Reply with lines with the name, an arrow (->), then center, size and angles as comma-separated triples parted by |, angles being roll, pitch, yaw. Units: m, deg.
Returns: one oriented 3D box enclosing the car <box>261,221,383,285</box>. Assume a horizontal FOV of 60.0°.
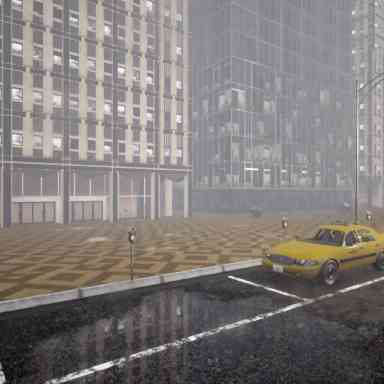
car -> 4.037, 1.526, 9.454 | 4.829, 1.417, 1.752 | 0, 0, -36
